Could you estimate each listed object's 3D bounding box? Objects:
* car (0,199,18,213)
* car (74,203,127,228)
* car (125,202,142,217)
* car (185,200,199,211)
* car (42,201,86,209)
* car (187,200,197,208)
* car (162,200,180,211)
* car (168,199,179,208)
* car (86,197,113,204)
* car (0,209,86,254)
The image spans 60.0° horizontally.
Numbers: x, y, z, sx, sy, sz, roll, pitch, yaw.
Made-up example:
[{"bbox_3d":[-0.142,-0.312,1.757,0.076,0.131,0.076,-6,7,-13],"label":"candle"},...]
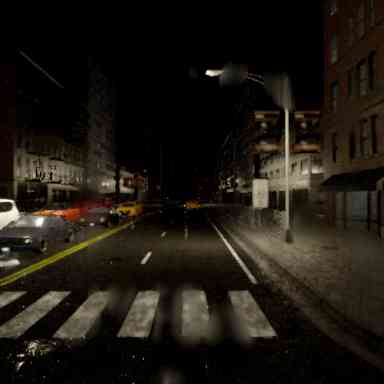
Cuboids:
[{"bbox_3d":[-9.852,1.351,14.850,2.150,2.045,5.566,0,-1,-1],"label":"car"},{"bbox_3d":[-6.561,1.768,24.502,2.033,1.411,5.357,0,-1,0],"label":"car"},{"bbox_3d":[-6.503,1.793,34.878,1.882,1.535,5.008,0,-1,0],"label":"car"},{"bbox_3d":[0.044,1.927,48.810,1.882,1.535,5.008,0,-1,0],"label":"car"},{"bbox_3d":[-9.810,1.569,24.409,2.097,1.767,4.553,0,-1,0],"label":"car"},{"bbox_3d":[-0.006,2.159,60.732,1.895,1.301,4.718,0,-1,0],"label":"car"},{"bbox_3d":[-3.155,1.906,46.904,1.882,1.535,5.008,0,-1,0],"label":"car"},{"bbox_3d":[-3.256,2.066,59.116,1.812,1.442,4.674,0,-1,0],"label":"car"},{"bbox_3d":[-9.752,1.533,34.812,2.150,2.045,5.566,0,-1,0],"label":"car"},{"bbox_3d":[-6.595,1.676,14.428,2.033,1.411,5.357,0,-1,0],"label":"car"}]
